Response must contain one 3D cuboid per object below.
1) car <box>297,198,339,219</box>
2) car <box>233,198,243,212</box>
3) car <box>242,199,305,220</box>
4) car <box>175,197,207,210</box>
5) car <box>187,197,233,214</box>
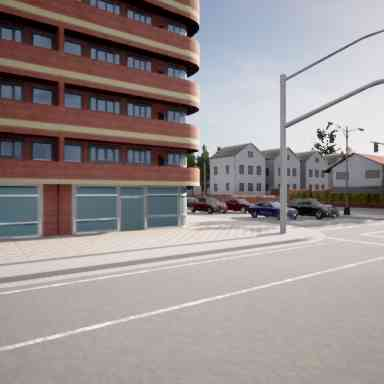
[{"bbox_3d":[10.419,1.352,29.056,2.097,1.767,4.553,0,0,-35],"label":"car"},{"bbox_3d":[5.169,1.478,36.632,1.882,1.535,5.008,0,0,-35],"label":"car"},{"bbox_3d":[6.784,1.526,28.163,1.812,1.442,4.674,0,0,-35],"label":"car"},{"bbox_3d":[-0.212,1.505,44.422,1.837,1.490,4.892,0,0,-35],"label":"car"},{"bbox_3d":[1.790,1.352,35.361,2.097,1.767,4.553,0,0,-34],"label":"car"}]
